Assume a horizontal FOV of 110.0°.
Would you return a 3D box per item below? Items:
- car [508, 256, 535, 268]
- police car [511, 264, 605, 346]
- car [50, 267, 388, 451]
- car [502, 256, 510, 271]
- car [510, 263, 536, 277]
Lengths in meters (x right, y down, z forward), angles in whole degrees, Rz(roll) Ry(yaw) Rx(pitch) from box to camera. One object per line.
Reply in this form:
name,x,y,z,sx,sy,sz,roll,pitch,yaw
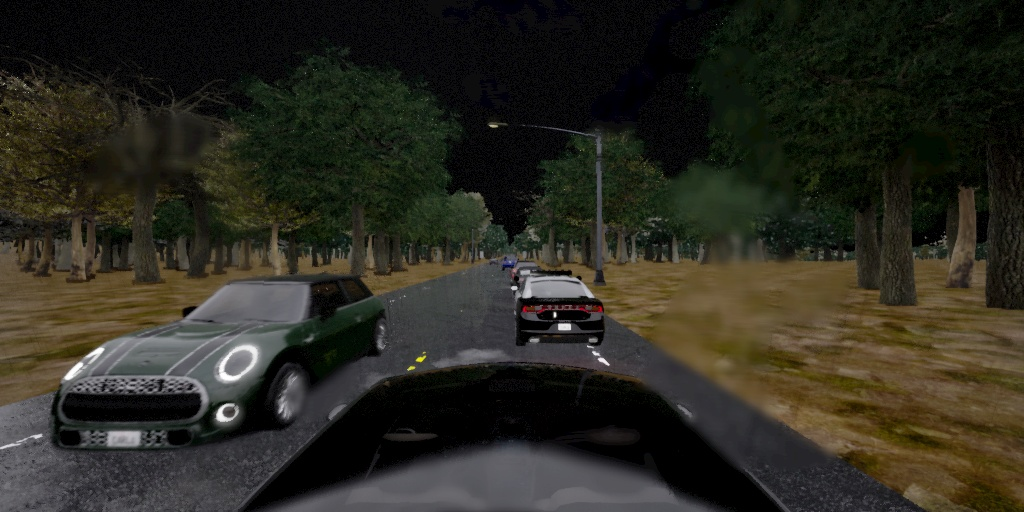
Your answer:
car,0.934,1.101,25.439,2.097,1.767,4.553,0,0,0
police car,1.013,1.178,9.575,1.930,1.638,5.238,0,0,0
car,-3.616,1.104,5.574,2.097,1.767,4.553,0,0,0
car,-0.207,0.952,49.465,2.150,2.045,5.566,0,0,0
car,0.964,1.279,19.468,1.812,1.442,4.674,0,0,0
